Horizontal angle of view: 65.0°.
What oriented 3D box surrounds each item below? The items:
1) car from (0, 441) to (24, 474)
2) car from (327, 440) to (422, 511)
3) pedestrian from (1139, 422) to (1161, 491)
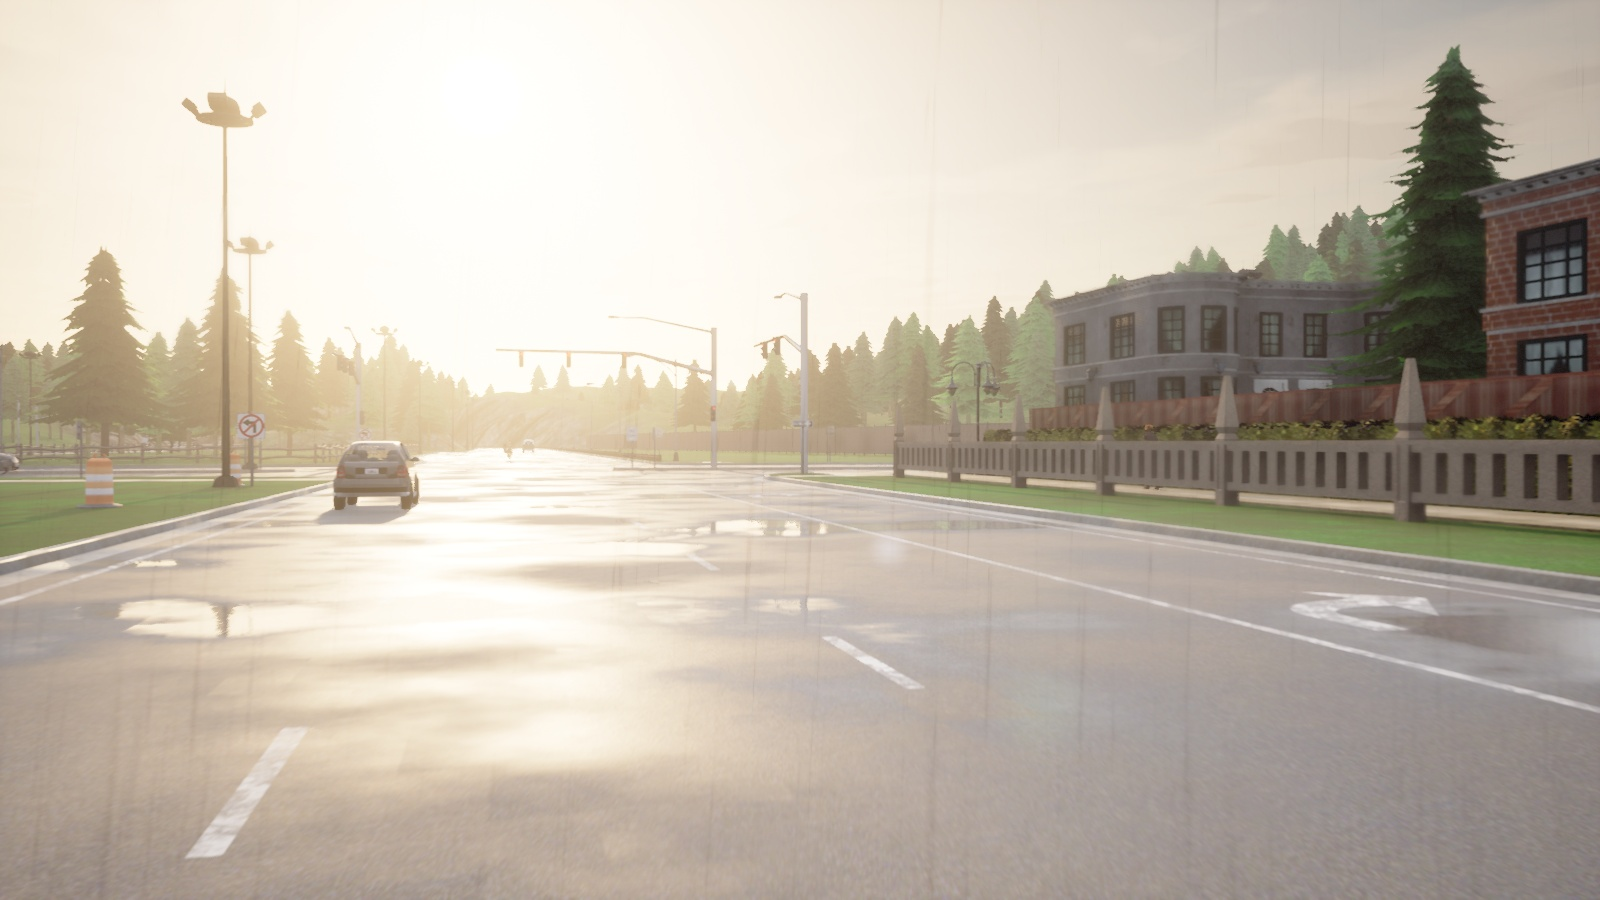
[{"bbox_3d":[-39.057,0.344,58.168,4.902,1.511,2.128,0,0,-13],"label":"car"},{"bbox_3d":[-9.946,0.551,29.575,1.789,1.549,3.705,0,0,-13],"label":"car"},{"bbox_3d":[9.514,0.171,34.174,0.331,1.846,0.634,0,0,-10],"label":"pedestrian"}]
